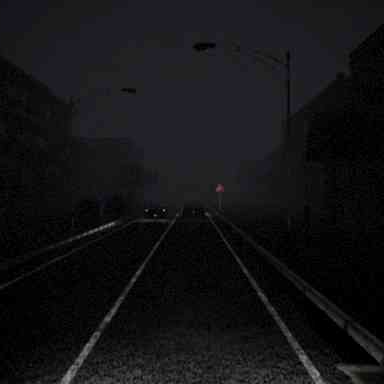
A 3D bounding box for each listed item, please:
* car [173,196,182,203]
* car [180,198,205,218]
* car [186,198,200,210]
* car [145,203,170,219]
[{"bbox_3d":[-2.875,1.614,70.846,1.812,1.442,4.674,0,0,0],"label":"car"},{"bbox_3d":[0.150,1.506,29.971,1.882,1.535,5.008,0,0,0],"label":"car"},{"bbox_3d":[0.129,1.596,45.195,1.812,1.442,4.674,0,1,1],"label":"car"},{"bbox_3d":[-3.044,1.629,29.868,1.895,1.301,4.718,0,0,0],"label":"car"}]
